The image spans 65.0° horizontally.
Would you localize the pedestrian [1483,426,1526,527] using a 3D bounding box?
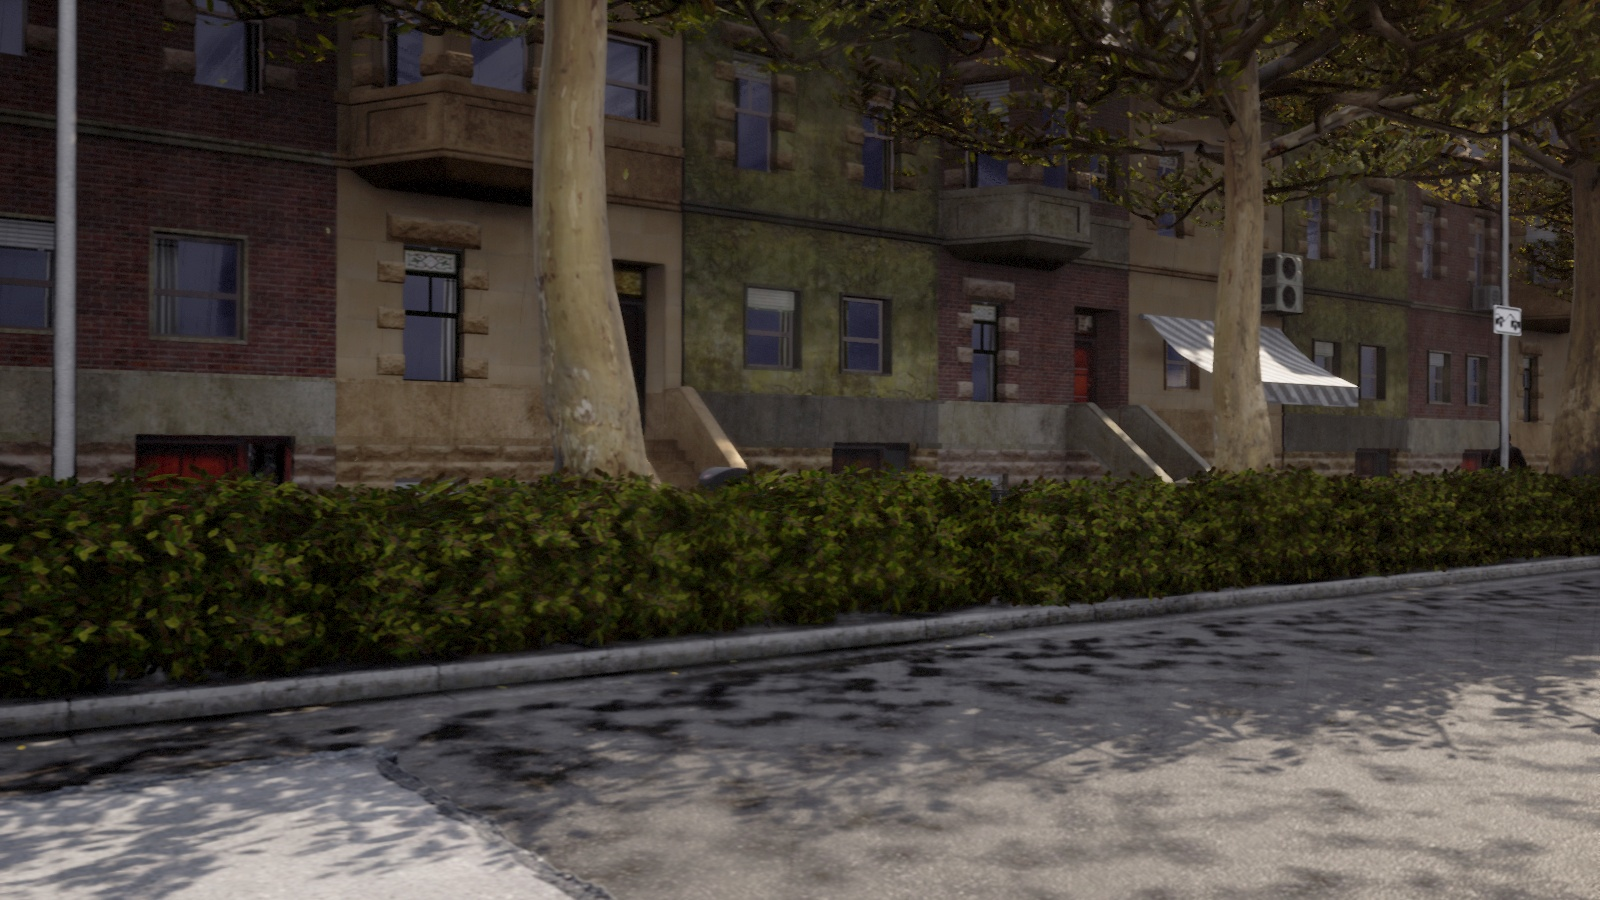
[{"bbox_3d":[13.114,0.484,23.377,0.720,1.854,0.376,0,0,-30],"label":"pedestrian"}]
